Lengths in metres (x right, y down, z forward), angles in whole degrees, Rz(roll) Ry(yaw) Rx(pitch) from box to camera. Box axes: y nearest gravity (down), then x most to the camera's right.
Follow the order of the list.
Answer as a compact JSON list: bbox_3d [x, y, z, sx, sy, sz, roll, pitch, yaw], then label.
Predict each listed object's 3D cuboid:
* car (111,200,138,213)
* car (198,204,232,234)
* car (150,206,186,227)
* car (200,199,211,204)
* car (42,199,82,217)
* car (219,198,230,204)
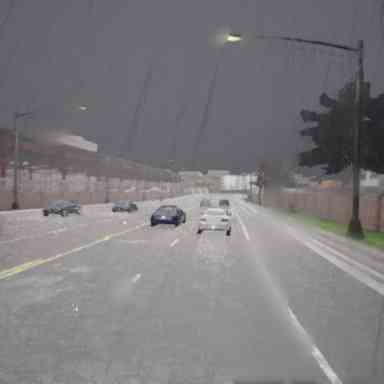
[{"bbox_3d":[-7.358,1.609,36.728,1.994,1.385,4.181,1,0,7],"label":"car"},{"bbox_3d":[1.448,1.700,20.345,1.812,1.442,4.674,1,0,7],"label":"car"},{"bbox_3d":[-1.626,1.672,23.888,1.994,1.385,4.181,1,0,7],"label":"car"},{"bbox_3d":[2.398,1.942,58.921,2.033,1.411,5.357,1,0,3],"label":"car"},{"bbox_3d":[-11.600,1.418,30.069,1.837,1.490,4.892,1,-2,6],"label":"car"},{"bbox_3d":[6.553,2.056,67.494,1.837,1.490,4.892,1,-1,7],"label":"car"}]
